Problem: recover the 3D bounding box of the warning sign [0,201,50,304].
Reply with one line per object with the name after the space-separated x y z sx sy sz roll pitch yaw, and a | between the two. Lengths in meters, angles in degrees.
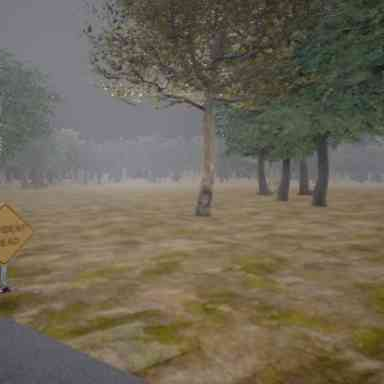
-3.773 1.129 6.700 1.060 1.860 1.300 0 0 36 | warning sign
